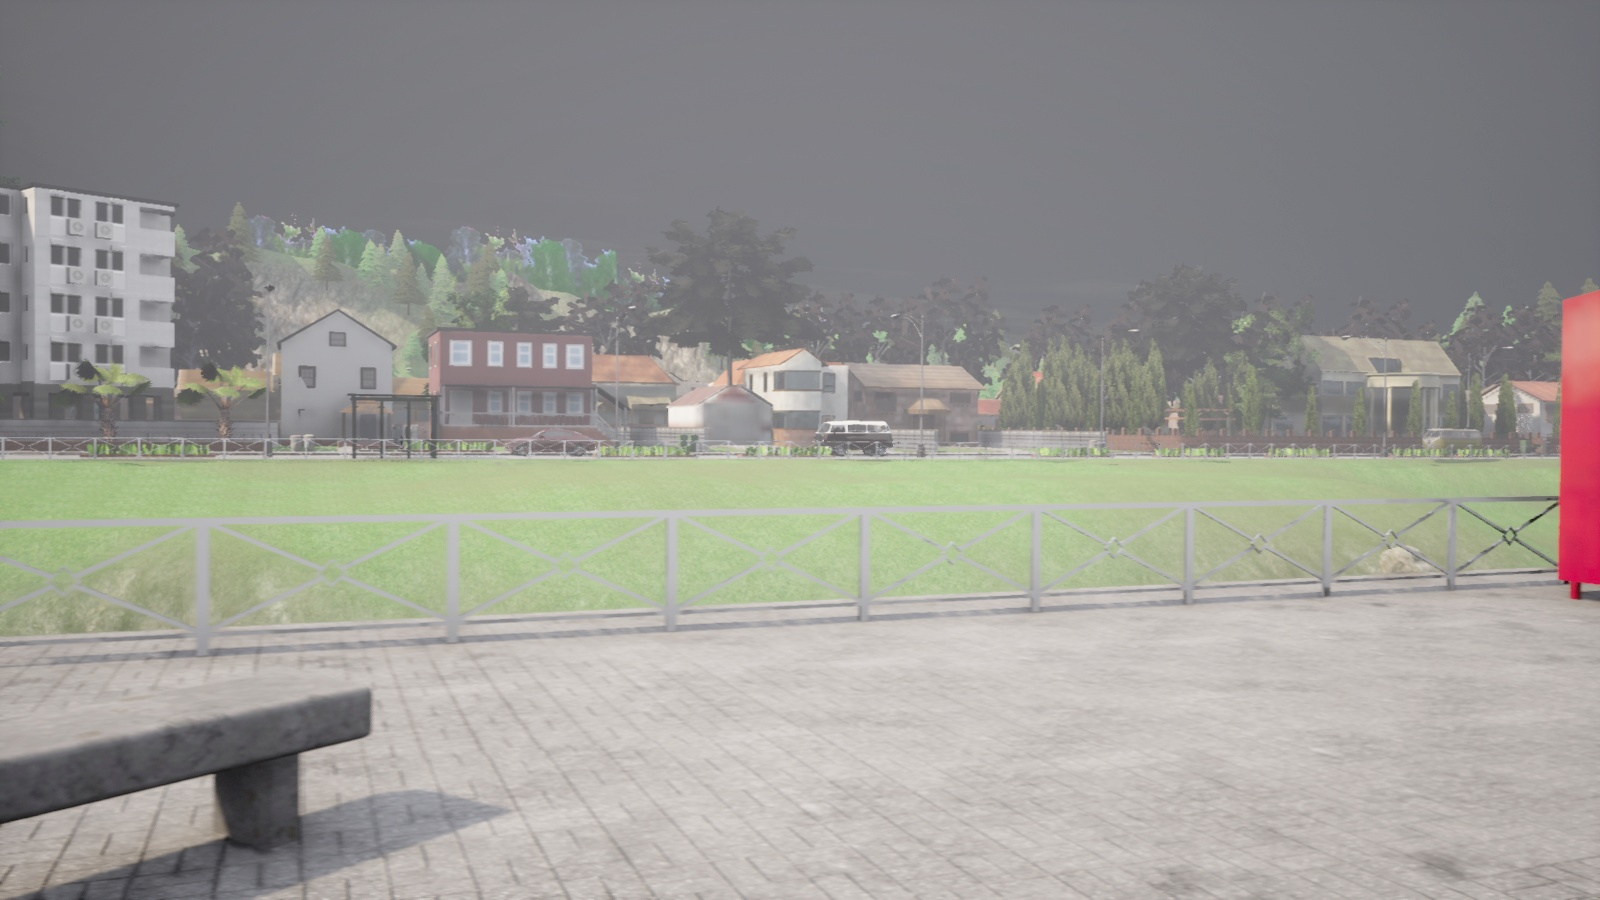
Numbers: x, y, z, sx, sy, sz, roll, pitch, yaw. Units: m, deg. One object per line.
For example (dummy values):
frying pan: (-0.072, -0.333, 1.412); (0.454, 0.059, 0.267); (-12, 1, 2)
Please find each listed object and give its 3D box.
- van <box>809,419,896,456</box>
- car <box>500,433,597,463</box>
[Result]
van: (2.994, -0.723, 71.461); (4.480, 2.038, 2.069); (-1, 1, -22)
car: (-13.030, -0.117, 65.077); (4.674, 1.442, 1.812); (-1, 1, -22)
